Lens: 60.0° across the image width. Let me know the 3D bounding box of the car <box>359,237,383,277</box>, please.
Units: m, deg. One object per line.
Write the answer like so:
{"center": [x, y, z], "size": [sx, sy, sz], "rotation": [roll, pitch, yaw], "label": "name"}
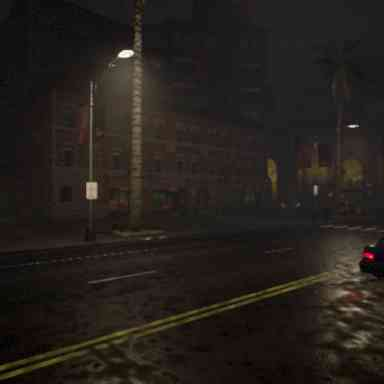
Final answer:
{"center": [6.787, 1.690, 9.585], "size": [5.357, 1.411, 2.033], "rotation": [1, -1, -40], "label": "car"}
